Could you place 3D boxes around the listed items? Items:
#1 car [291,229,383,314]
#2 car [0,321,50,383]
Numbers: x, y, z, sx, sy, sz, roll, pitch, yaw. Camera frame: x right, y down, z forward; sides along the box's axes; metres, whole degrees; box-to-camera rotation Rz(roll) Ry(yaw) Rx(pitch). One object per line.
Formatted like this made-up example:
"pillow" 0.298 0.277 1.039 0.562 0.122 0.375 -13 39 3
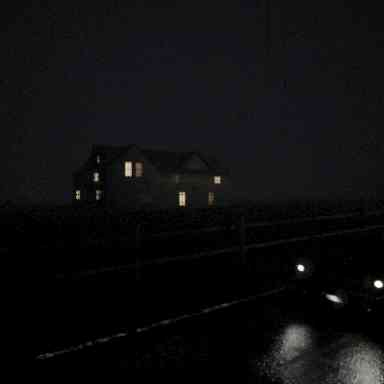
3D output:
"car" 4.257 1.520 7.115 4.718 1.301 1.895 -1 0 -36
"car" -3.270 1.645 1.616 4.718 1.301 1.895 -1 0 -36
